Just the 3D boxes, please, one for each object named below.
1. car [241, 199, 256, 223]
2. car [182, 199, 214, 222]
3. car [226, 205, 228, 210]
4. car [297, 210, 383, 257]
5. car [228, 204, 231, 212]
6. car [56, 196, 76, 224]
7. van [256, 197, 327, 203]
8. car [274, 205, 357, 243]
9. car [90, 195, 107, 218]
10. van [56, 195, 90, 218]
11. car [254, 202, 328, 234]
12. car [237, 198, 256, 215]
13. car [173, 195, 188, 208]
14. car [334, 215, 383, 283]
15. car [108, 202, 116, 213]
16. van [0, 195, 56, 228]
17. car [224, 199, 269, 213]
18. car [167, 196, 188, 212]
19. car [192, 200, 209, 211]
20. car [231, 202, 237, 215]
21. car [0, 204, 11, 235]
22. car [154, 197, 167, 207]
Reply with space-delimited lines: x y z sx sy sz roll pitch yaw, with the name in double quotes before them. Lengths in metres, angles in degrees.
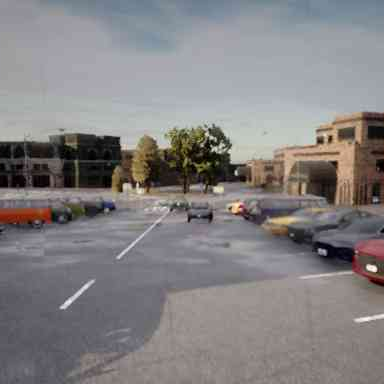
"car" 6.311 1.495 23.050 5.008 1.535 2.097 1 0 -20
"car" 0.701 1.524 26.369 2.128 1.511 4.902 0 0 4
"car" 6.167 1.537 34.838 4.792 1.488 2.163 1 0 -21
"car" 6.352 1.512 11.289 4.792 1.488 2.163 1 0 -20
"car" 6.195 1.379 31.894 4.553 1.767 2.185 1 0 -21
"car" -11.060 1.410 24.072 4.553 1.767 2.185 -1 0 -19
"van" 6.440 1.268 20.150 4.442 1.987 1.878 1 0 -20
"car" 6.373 1.486 14.235 5.008 1.535 2.097 1 0 -20
"car" -10.921 1.293 30.078 5.566 2.045 2.435 -1 0 -18
"van" -10.911 1.313 27.107 4.442 1.987 1.878 -1 0 -19
"car" 6.172 1.483 17.106 5.366 1.575 1.946 1 0 -20
"car" 6.250 1.372 25.994 4.553 1.767 2.185 1 0 -20
"car" -1.668 1.358 49.732 2.097 1.767 4.553 0 1 -1
"car" 6.401 1.479 8.362 5.008 1.535 2.097 1 0 -20
"car" -10.794 1.553 36.059 5.008 1.535 2.097 -1 0 -19
"van" -11.270 1.308 21.020 4.442 1.987 1.878 -1 0 -19
"car" 6.163 1.551 37.801 4.674 1.452 2.002 1 0 -21
"car" -1.534 1.401 39.669 2.097 1.767 4.553 0 0 -1
"car" 1.006 1.650 41.968 1.895 1.301 4.718 0 0 -1
"car" 6.278 1.531 28.963 4.792 1.488 2.163 1 0 -20
"car" -11.286 1.525 15.052 4.892 1.521 2.231 -1 0 -19
"car" -4.818 1.477 52.317 1.812 1.442 4.674 0 1 0
